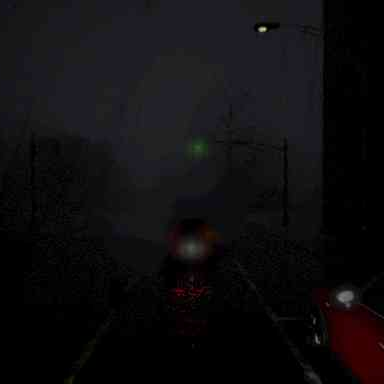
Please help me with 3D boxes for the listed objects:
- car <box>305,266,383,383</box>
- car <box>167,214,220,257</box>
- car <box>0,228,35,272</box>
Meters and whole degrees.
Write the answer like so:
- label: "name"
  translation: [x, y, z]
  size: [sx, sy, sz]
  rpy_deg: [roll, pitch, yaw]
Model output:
- label: "car"
  translation: [2.674, 1.476, 3.545]
  size: [1.967, 1.590, 4.097]
  rpy_deg: [-1, -1, 0]
- label: "car"
  translation: [0.047, 1.639, 13.487]
  size: [1.837, 1.490, 4.892]
  rpy_deg: [0, 0, 1]
- label: "car"
  translation: [-5.799, 1.670, 9.015]
  size: [1.802, 1.307, 4.206]
  rpy_deg: [-1, -1, 0]
